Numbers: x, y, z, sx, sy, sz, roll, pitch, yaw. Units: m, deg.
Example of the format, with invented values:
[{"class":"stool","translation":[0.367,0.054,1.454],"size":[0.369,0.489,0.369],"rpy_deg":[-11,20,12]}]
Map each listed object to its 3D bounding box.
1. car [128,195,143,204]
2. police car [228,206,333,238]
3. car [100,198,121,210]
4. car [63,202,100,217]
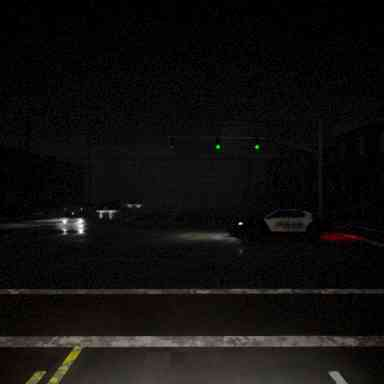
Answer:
[{"class":"car","translation":[-10.508,1.350,61.713],"size":[2.097,1.767,4.553],"rpy_deg":[0,0,0]},{"class":"police car","translation":[4.409,1.505,17.007],"size":[4.974,1.542,2.038],"rpy_deg":[0,0,0]},{"class":"car","translation":[-10.588,1.547,43.125],"size":[2.033,1.411,5.357],"rpy_deg":[0,0,0]},{"class":"car","translation":[-10.583,1.600,31.738],"size":[1.895,1.301,4.718],"rpy_deg":[0,0,0]}]
